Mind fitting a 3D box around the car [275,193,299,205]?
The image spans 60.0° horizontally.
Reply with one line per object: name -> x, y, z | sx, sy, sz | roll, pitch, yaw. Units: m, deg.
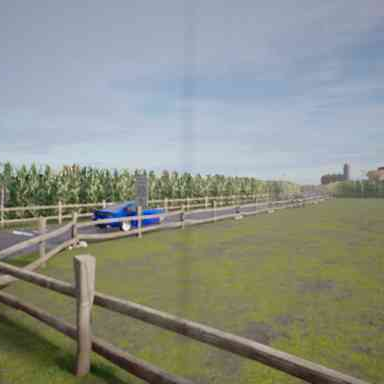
car -> 12.887, 1.012, 45.688 | 1.837, 1.490, 4.892 | 1, 1, 30

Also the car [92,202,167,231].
car -> -3.457, 1.318, 19.367 | 1.882, 1.535, 5.008 | 1, 1, 34

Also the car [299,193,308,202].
car -> 17.810, 0.896, 54.591 | 1.837, 1.490, 4.892 | 1, 1, 28
